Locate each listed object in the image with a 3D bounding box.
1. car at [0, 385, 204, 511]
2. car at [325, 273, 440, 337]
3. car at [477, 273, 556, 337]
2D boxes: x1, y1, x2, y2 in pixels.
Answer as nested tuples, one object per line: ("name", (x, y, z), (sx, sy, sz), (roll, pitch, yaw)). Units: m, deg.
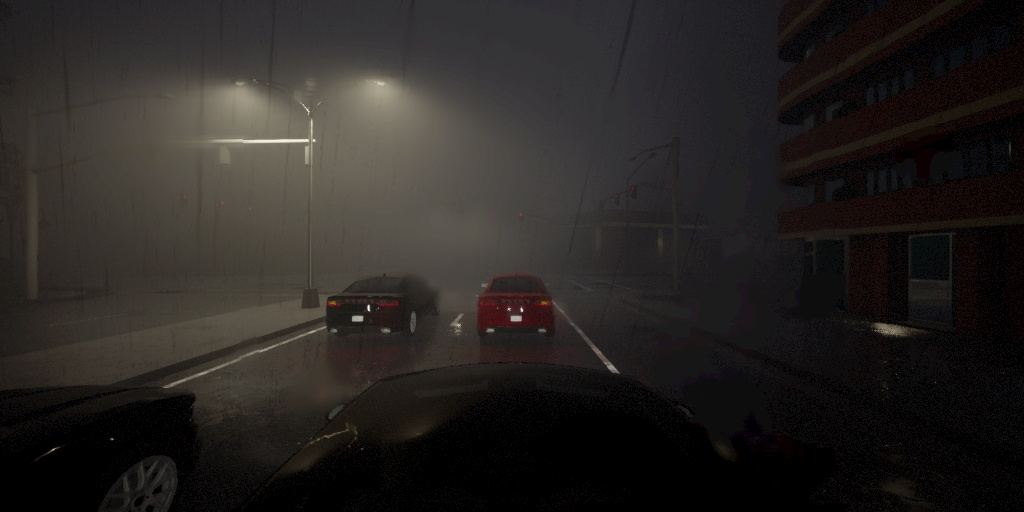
("car", (-3.409, 1.228, 0.793), (1.882, 1.535, 5.008), (0, 0, 0))
("car", (-3.385, 1.228, 10.367), (1.882, 1.535, 5.008), (0, 0, 0))
("car", (0.120, 1.228, 10.377), (1.882, 1.535, 5.008), (0, 0, 1))
